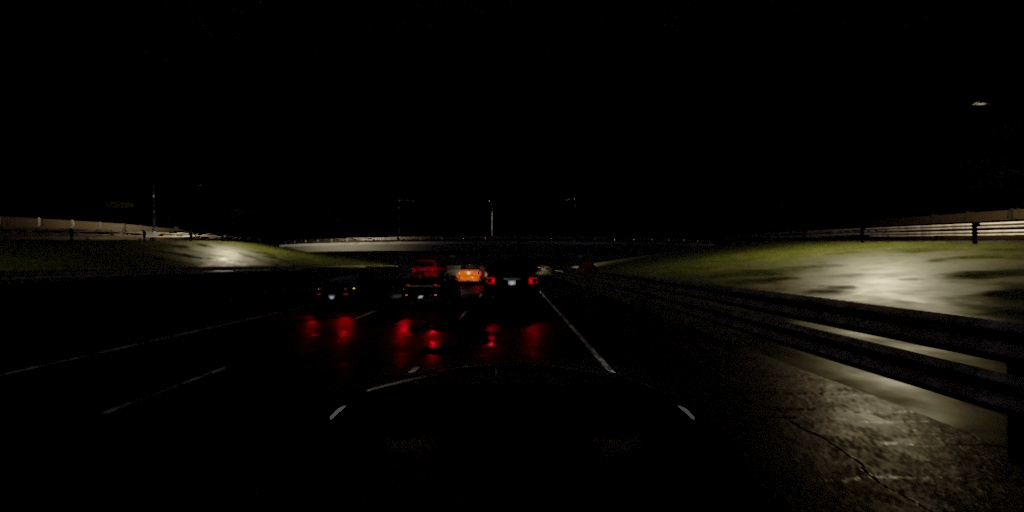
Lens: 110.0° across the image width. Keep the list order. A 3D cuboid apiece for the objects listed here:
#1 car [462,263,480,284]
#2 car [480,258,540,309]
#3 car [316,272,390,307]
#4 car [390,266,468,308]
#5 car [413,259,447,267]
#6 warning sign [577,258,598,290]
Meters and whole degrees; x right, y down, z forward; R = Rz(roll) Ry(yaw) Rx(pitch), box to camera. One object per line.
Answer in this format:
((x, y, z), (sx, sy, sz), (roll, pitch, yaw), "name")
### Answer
((-3.496, 1.461, 30.938), (2.097, 1.767, 4.553), (0, -1, 0), "car")
((0.001, 1.108, 15.892), (2.150, 2.045, 5.566), (0, -1, 0), "car")
((-6.995, 1.421, 16.231), (1.812, 1.442, 4.674), (0, 0, 0), "car")
((-3.496, 1.387, 16.159), (2.128, 1.511, 4.902), (0, -1, 0), "car")
((-6.999, 1.327, 30.899), (2.150, 2.045, 5.566), (0, -1, 0), "car")
((4.550, 1.078, 21.635), (1.300, 1.860, 1.060), (0, 0, 0), "warning sign")
